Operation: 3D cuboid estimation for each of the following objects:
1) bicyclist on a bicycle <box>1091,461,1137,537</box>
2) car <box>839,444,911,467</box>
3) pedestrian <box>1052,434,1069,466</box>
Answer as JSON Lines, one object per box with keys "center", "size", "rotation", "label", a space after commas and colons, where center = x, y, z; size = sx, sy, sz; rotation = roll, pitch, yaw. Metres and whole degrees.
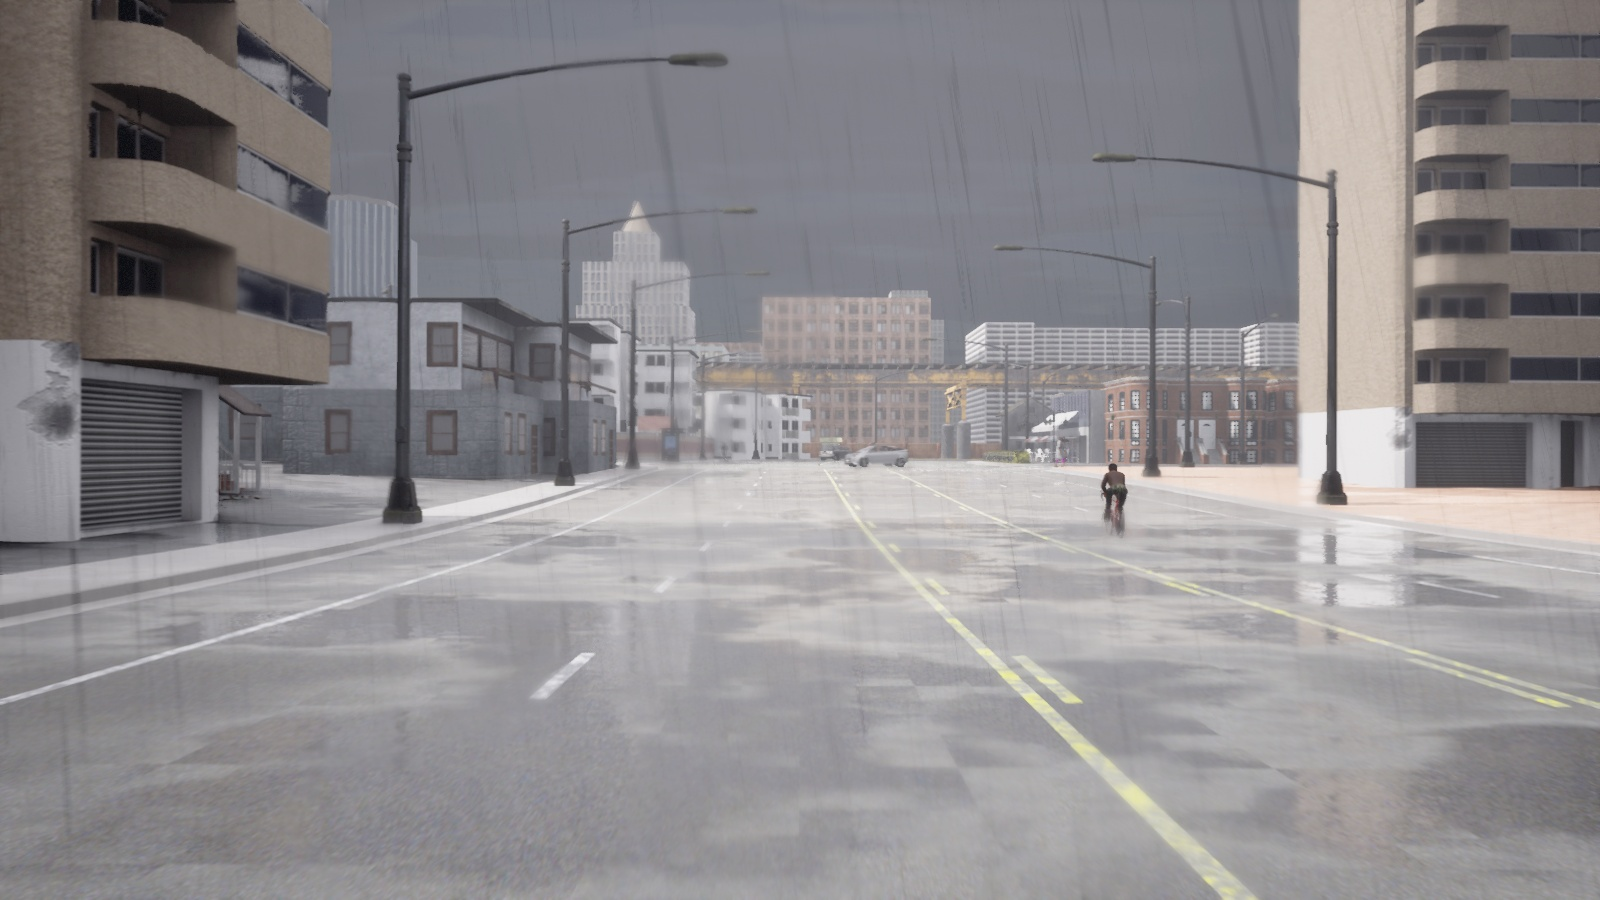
{"center": [6.935, 1.066, 27.806], "size": [0.582, 1.620, 1.656], "rotation": [0, 0, 0], "label": "bicyclist on a bicycle"}
{"center": [5.169, 0.352, 86.034], "size": [4.514, 1.525, 2.007], "rotation": [0, 0, -26], "label": "car"}
{"center": [16.196, 0.009, 78.049], "size": [0.873, 1.952, 0.659], "rotation": [0, 0, -4], "label": "pedestrian"}
